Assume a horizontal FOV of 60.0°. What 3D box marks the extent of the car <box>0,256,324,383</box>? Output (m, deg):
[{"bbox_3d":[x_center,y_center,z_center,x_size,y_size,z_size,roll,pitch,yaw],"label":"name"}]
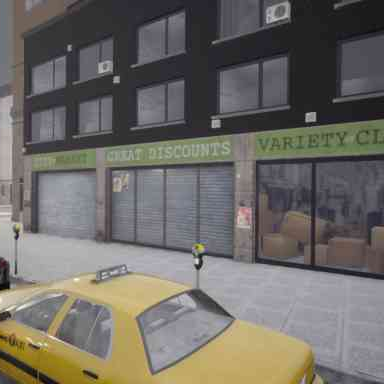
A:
[{"bbox_3d":[-1.100,1.525,3.862,4.829,1.417,1.752,0,1,35],"label":"car"}]
